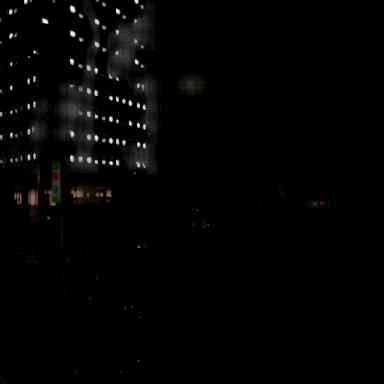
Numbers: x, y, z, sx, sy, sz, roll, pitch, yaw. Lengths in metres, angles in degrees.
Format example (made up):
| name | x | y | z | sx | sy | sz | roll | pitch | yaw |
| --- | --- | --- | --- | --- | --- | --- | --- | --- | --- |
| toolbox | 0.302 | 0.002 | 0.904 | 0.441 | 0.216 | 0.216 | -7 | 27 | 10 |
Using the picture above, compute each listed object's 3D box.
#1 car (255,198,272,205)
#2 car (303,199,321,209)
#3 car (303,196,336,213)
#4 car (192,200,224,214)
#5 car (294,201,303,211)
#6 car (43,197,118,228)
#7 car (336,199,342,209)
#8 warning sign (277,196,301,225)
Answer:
| name | x | y | z | sx | sy | sz | roll | pitch | yaw |
| --- | --- | --- | --- | --- | --- | --- | --- | --- | --- |
| car | 10.925 | 1.550 | 51.995 | 1.882 | 1.535 | 5.008 | 0 | 0 | 32 |
| car | 19.071 | 1.879 | 52.811 | 1.812 | 1.442 | 4.674 | 0 | 0 | 31 |
| car | 16.332 | 1.501 | 42.308 | 2.150 | 2.045 | 5.566 | 0 | -1 | 34 |
| car | 1.921 | 1.759 | 38.525 | 1.837 | 1.490 | 4.892 | 0 | 0 | 34 |
| car | 14.050 | 1.900 | 44.751 | 1.895 | 1.301 | 4.718 | 0 | -1 | 33 |
| car | -7.888 | 1.366 | 24.175 | 2.150 | 2.045 | 5.566 | 0 | -1 | 34 |
| car | 21.848 | 1.816 | 51.123 | 1.882 | 1.535 | 5.008 | 0 | 0 | 31 |
| warning sign | 6.728 | 1.251 | 23.033 | 1.300 | 1.860 | 1.060 | 0 | 0 | 34 |
